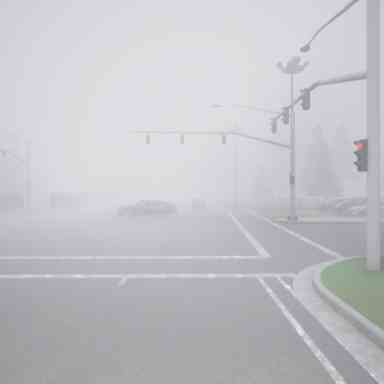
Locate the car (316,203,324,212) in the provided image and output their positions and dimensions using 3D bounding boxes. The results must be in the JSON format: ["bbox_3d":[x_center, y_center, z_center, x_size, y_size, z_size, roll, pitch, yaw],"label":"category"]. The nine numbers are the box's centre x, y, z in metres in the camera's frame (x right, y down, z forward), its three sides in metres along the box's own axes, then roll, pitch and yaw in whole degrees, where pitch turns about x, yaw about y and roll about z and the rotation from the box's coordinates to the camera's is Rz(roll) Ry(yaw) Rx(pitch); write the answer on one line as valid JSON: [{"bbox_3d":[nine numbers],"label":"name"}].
[{"bbox_3d":[16.099,1.477,36.183,4.892,1.490,1.837,0,0,-1],"label":"car"}]

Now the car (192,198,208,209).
[{"bbox_3d":[1.046,1.514,43.584,2.033,1.411,5.357,0,0,6],"label":"car"}]

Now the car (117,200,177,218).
[{"bbox_3d":[-4.061,1.469,28.960,4.902,1.511,2.128,0,0,-1],"label":"car"}]

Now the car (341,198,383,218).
[{"bbox_3d":[16.051,1.503,29.183,4.674,1.442,1.812,0,0,0],"label":"car"}]

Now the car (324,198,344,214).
[{"bbox_3d":[15.875,1.327,32.677,4.553,1.767,2.097,0,0,-1],"label":"car"}]
